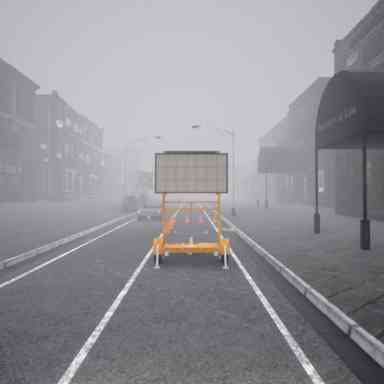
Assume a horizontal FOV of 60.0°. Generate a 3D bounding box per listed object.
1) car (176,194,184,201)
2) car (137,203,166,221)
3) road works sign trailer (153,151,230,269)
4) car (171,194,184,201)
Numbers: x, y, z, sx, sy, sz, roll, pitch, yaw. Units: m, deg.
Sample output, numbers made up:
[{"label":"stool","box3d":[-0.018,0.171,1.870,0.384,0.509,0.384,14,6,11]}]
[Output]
[{"label":"car","box3d":[-3.280,1.373,90.515,2.097,1.767,4.553,0,0,0]},{"label":"car","box3d":[-3.181,1.547,26.537,1.895,1.301,4.718,0,0,0]},{"label":"road works sign trailer","box3d":[-0.019,0.443,11.097,2.380,3.560,2.880,0,0,0]},{"label":"car","box3d":[-3.219,1.526,67.583,2.128,1.511,4.902,0,0,0]}]
